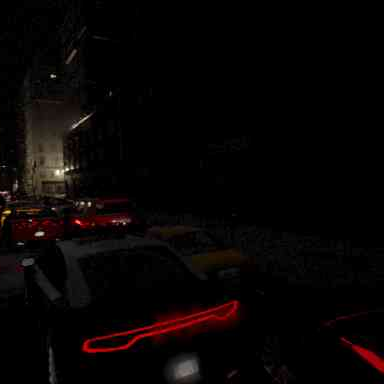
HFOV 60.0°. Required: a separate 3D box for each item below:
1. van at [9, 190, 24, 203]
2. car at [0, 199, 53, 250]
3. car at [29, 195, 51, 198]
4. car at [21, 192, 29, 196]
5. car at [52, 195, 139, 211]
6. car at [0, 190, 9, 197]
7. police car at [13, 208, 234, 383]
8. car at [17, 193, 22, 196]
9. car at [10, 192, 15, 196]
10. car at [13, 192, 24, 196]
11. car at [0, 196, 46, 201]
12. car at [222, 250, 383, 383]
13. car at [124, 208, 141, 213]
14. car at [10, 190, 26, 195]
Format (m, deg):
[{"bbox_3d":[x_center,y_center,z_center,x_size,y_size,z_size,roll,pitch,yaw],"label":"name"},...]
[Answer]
[{"bbox_3d":[-26.311,0.685,49.894,1.690,1.788,3.998,-3,2,-31],"label":"van"},{"bbox_3d":[-6.529,1.270,13.554,1.882,1.535,5.008,-3,2,-31],"label":"car"},{"bbox_3d":[-9.109,1.077,21.569,1.967,1.590,4.097,-3,2,-31],"label":"car"},{"bbox_3d":[-11.975,1.028,26.290,1.967,1.590,4.097,-3,2,-31],"label":"car"},{"bbox_3d":[-3.379,1.051,12.123,2.192,1.841,5.009,-3,2,-31],"label":"car"},{"bbox_3d":[-22.134,0.925,37.551,2.097,1.767,4.553,-3,2,-31],"label":"car"},{"bbox_3d":[-1.399,1.305,5.099,1.930,1.638,5.238,-3,2,-31],"label":"police car"},{"bbox_3d":[-14.838,1.090,31.015,2.008,1.369,4.403,-3,2,-31],"label":"car"},{"bbox_3d":[-20.571,1.007,40.458,1.947,1.339,4.313,-3,2,-31],"label":"car"},{"bbox_3d":[-17.705,1.041,35.736,2.008,1.369,4.403,-3,2,-31],"label":"car"},{"bbox_3d":[-9.643,1.216,18.683,1.882,1.535,5.008,-3,2,-31],"label":"car"},{"bbox_3d":[2.361,1.399,2.687,1.947,1.339,4.313,-3,2,-31],"label":"car"},{"bbox_3d":[-0.594,1.308,7.553,1.752,1.417,4.829,-3,2,-31],"label":"car"},{"bbox_3d":[-23.445,0.708,45.172,2.192,1.841,5.009,-3,2,-31],"label":"car"}]
